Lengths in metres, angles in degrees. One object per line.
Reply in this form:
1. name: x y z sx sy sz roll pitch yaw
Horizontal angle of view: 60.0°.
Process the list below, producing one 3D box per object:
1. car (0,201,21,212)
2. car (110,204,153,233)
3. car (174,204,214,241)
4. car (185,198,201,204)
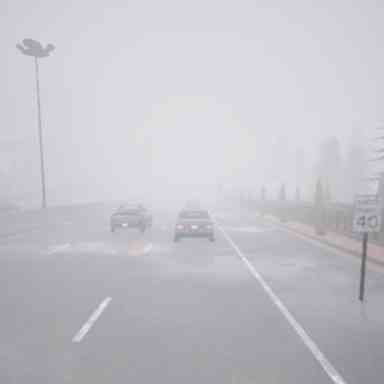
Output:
1. car: -17.501 1.512 30.355 1.994 1.385 4.181 0 0 0
2. car: -3.402 1.459 19.359 2.128 1.511 4.902 0 0 0
3. car: 0.099 1.522 16.460 2.033 1.411 5.357 0 0 0
4. car: 0.098 1.446 40.409 1.812 1.442 4.674 0 0 0
